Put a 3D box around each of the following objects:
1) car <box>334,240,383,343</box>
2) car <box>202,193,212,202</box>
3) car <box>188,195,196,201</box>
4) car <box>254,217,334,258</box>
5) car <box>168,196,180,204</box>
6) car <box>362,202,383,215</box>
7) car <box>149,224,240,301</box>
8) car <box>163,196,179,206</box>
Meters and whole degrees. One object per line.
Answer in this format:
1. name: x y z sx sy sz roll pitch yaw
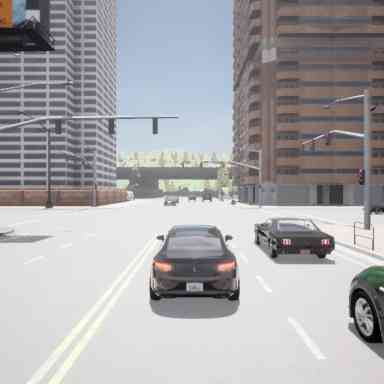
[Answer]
1. car: 3.601 1.352 3.594 2.097 1.767 4.553 0 0 0
2. car: 3.534 1.225 77.979 2.150 2.045 5.566 0 0 0
3. car: 0.033 1.425 77.270 1.837 1.490 4.892 0 0 0
4. car: 3.608 1.601 12.679 1.895 1.301 4.718 0 0 1
5. car: -3.513 1.491 65.201 2.128 1.511 4.902 0 0 1
6. car: 19.971 1.601 33.697 4.718 1.301 1.895 0 0 1
7. car: 0.064 1.526 8.227 1.812 1.442 4.674 0 0 0
8. car: -3.577 1.491 54.797 2.128 1.511 4.902 0 0 -1
